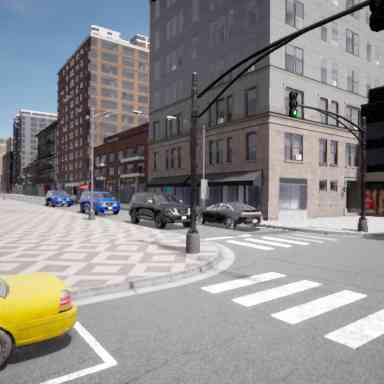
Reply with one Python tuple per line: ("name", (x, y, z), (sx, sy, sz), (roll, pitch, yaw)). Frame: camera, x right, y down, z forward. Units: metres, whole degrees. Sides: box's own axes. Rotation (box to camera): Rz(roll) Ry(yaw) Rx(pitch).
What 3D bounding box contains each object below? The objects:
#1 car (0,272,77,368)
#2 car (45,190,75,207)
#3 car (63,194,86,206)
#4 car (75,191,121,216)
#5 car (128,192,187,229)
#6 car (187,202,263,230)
("car", (-3.945, 1.525, 3.938), (4.829, 1.417, 1.752), (0, 1, -36))
("car", (-16.747, 0.822, 41.650), (2.150, 2.045, 5.566), (1, 0, -35))
("car", (-16.665, 1.117, 46.939), (1.812, 1.442, 4.674), (1, 0, -35))
("car", (-8.332, 0.954, 29.711), (2.150, 2.045, 5.566), (1, 0, -35))
("car", (-2.036, 1.053, 20.803), (2.150, 2.045, 5.566), (1, 0, -35))
("car", (2.108, 1.379, 20.482), (2.128, 1.511, 4.902), (1, 0, -35))
